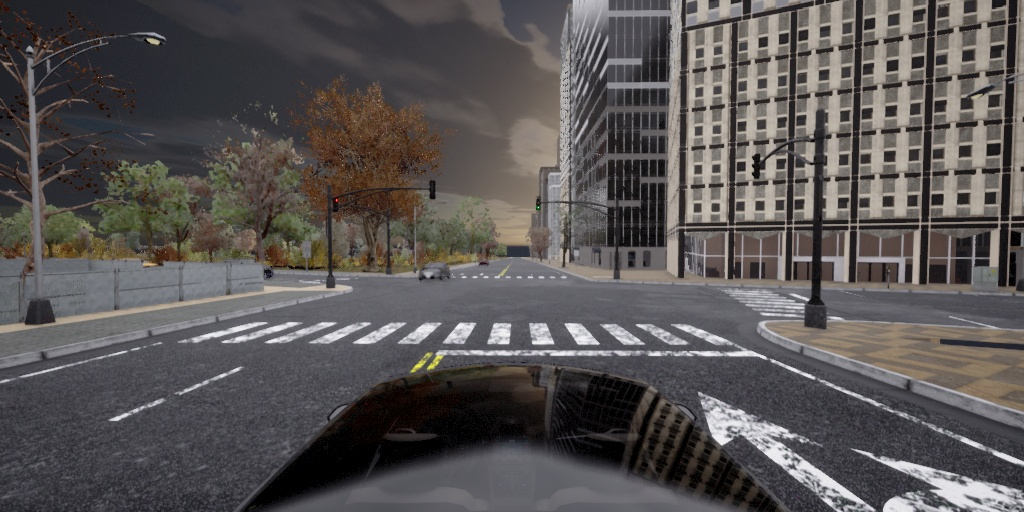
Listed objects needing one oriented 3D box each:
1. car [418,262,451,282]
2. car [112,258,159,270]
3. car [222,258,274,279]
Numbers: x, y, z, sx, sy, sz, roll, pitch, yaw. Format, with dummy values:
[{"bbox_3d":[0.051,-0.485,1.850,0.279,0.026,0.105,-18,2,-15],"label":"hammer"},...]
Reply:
[{"bbox_3d":[-6.136,1.247,28.851,2.128,1.511,4.902,-1,-1,1],"label":"car"},{"bbox_3d":[-36.736,0.954,34.927,5.008,1.535,1.882,0,2,22],"label":"car"},{"bbox_3d":[-21.501,0.963,28.913,4.553,1.767,2.097,0,2,22],"label":"car"}]
